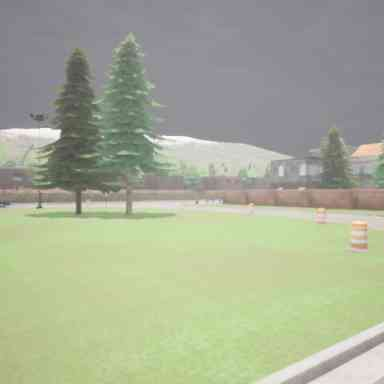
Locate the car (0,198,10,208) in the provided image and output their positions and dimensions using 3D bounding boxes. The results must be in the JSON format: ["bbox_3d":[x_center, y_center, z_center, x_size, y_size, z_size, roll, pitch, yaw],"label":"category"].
[{"bbox_3d":[-28.262,1.510,46.578,4.892,1.490,1.837,0,0,-36],"label":"car"}]
